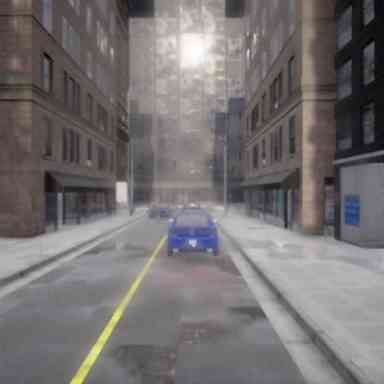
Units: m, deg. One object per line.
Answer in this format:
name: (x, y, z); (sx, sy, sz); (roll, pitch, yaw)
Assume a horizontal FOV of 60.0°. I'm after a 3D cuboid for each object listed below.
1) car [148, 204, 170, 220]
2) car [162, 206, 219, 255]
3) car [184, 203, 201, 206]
car: (-2.799, 1.744, 29.957); (1.895, 1.301, 4.718); (0, 0, 0)
car: (0.049, 1.549, 13.668); (1.882, 1.535, 5.008); (0, 0, 0)
car: (0.036, 1.624, 27.492); (2.128, 1.511, 4.902); (0, 0, 1)
